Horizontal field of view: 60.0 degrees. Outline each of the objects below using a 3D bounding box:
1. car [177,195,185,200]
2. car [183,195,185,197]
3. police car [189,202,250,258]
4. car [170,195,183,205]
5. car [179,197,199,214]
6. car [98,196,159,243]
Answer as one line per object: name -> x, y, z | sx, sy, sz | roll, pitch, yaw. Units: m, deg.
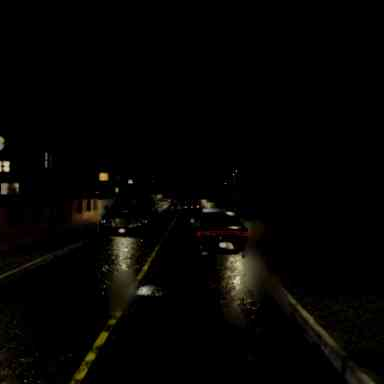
car -> -2.784, 1.506, 87.682 | 1.895, 1.301, 4.718 | 0, 0, 0
car -> -0.009, 1.460, 48.083 | 1.837, 1.490, 4.892 | 0, 1, 0
police car -> 0.956, 1.414, 12.815 | 1.930, 1.638, 5.238 | 0, 0, 0
car -> -2.820, 1.432, 58.950 | 2.128, 1.511, 4.902 | 0, 0, 0
car -> 0.021, 1.517, 34.922 | 2.033, 1.411, 5.357 | 0, 0, 1
car -> -2.857, 1.209, 16.288 | 2.150, 2.045, 5.566 | 0, 0, 0
